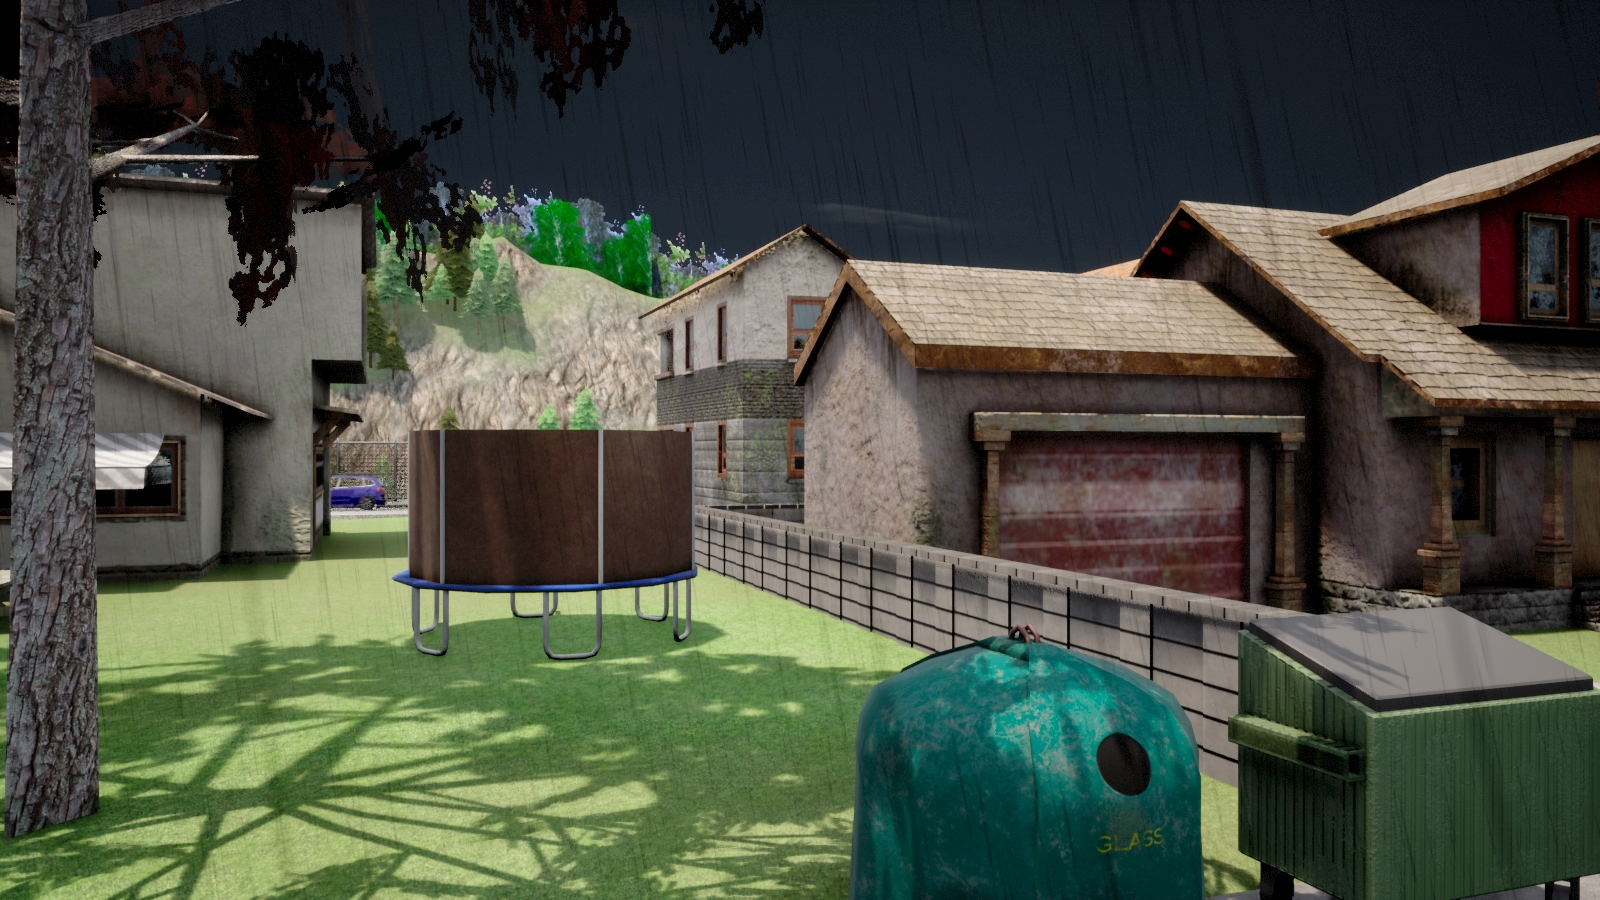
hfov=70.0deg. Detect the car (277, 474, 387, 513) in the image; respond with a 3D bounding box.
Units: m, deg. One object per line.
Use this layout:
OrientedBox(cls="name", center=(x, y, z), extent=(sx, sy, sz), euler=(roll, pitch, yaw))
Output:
OrientedBox(cls="car", center=(-21.603, 1.968, 52.929), extent=(4.611, 1.667, 2.242), euler=(0, 0, -20))
